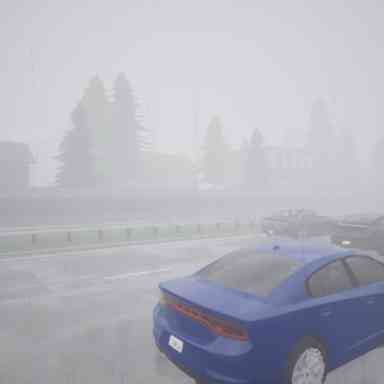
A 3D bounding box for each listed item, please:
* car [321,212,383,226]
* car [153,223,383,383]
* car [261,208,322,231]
[{"bbox_3d":[7.602,1.578,13.469,4.892,1.490,1.837,0,0,-36],"label":"car"},{"bbox_3d":[1.842,1.500,5.062,5.008,1.535,1.882,0,0,-35],"label":"car"},{"bbox_3d":[5.505,1.563,16.273,4.902,1.511,2.128,0,0,-36],"label":"car"}]
